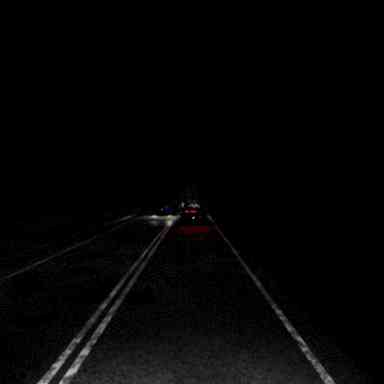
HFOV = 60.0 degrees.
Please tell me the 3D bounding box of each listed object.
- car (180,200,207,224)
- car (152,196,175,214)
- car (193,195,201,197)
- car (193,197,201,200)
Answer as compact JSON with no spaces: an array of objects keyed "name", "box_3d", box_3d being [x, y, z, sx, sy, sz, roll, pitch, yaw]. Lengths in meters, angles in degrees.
[{"name":"car","box_3d":[0.130,1.594,25.440,2.128,1.511,4.902,0,0,0]},{"name":"car","box_3d":[-3.129,1.508,37.754,2.150,2.045,5.566,0,0,1]},{"name":"car","box_3d":[1.352,1.473,87.268,2.097,1.767,4.553,0,0,2]},{"name":"car","box_3d":[0.301,1.732,42.964,1.812,1.442,4.674,0,0,1]}]
